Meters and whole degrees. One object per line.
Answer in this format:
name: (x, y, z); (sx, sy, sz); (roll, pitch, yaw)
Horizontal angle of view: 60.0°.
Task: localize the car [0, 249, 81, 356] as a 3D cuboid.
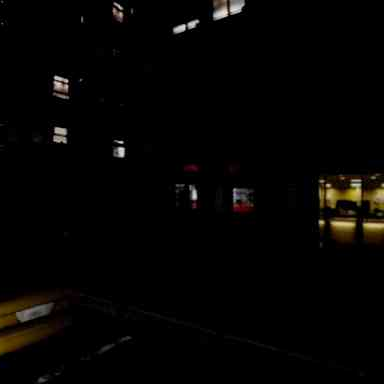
car: (-3.899, 1.505, 5.588); (4.829, 1.417, 1.752); (0, 0, 35)
